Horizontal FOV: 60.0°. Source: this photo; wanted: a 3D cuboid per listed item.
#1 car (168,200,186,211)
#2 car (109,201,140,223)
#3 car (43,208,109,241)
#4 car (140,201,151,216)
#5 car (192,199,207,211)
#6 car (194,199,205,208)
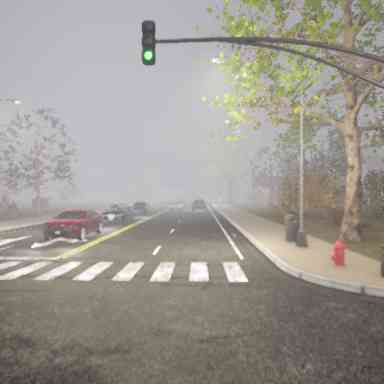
[{"bbox_3d":[-2.215,1.996,47.090,1.895,1.301,4.718,0,0,1],"label":"car"},{"bbox_3d":[-6.044,1.739,27.584,2.128,1.511,4.902,0,0,2],"label":"car"},{"bbox_3d":[-6.284,1.648,18.112,1.882,1.535,5.008,0,0,1],"label":"car"},{"bbox_3d":[-5.789,1.833,37.769,1.837,1.490,4.892,0,0,2],"label":"car"},{"bbox_3d":[1.031,1.742,46.916,2.097,1.767,4.553,0,0,1],"label":"car"},{"bbox_3d":[1.285,1.941,56.978,1.882,1.535,5.008,0,0,1],"label":"car"}]
